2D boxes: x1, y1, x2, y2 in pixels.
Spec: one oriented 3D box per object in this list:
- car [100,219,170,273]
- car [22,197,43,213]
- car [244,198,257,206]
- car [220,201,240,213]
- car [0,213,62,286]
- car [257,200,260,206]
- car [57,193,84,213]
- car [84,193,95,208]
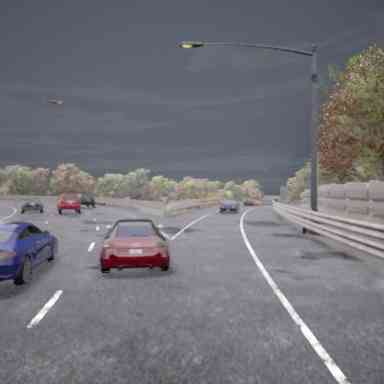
[{"bbox_3d":[-1.866,1.568,10.888,1.994,1.385,4.181,0,0,-10],"label":"car"},{"bbox_3d":[-17.705,1.346,36.966,2.097,1.767,4.553,0,0,-25],"label":"car"},{"bbox_3d":[11.016,2.000,64.039,1.837,1.490,4.892,0,-2,15],"label":"car"},{"bbox_3d":[4.351,1.631,37.611,1.895,1.301,4.718,0,0,13],"label":"car"},{"bbox_3d":[-5.082,1.523,9.153,1.812,1.442,4.674,0,0,-10],"label":"car"},{"bbox_3d":[12.768,2.178,70.719,2.097,1.767,4.553,0,-3,15],"label":"car"},{"bbox_3d":[-13.380,1.222,36.120,2.150,2.045,5.566,0,0,-24],"label":"car"},{"bbox_3d":[-15.479,1.226,47.727,2.150,2.045,5.566,0,0,-29],"label":"car"}]
